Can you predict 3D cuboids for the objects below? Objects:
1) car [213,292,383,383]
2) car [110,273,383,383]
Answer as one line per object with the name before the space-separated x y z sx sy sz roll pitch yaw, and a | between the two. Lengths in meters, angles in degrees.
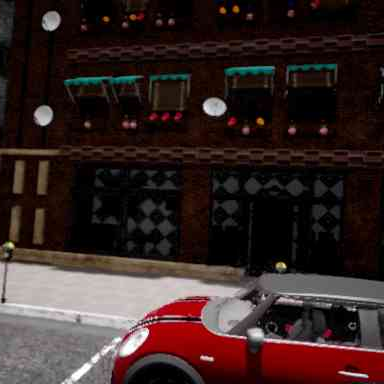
car | 2.681 1.722 1.307 4.892 1.490 1.837 1 -4 27
car | 1.131 1.737 3.973 4.097 1.590 1.967 2 -3 12
